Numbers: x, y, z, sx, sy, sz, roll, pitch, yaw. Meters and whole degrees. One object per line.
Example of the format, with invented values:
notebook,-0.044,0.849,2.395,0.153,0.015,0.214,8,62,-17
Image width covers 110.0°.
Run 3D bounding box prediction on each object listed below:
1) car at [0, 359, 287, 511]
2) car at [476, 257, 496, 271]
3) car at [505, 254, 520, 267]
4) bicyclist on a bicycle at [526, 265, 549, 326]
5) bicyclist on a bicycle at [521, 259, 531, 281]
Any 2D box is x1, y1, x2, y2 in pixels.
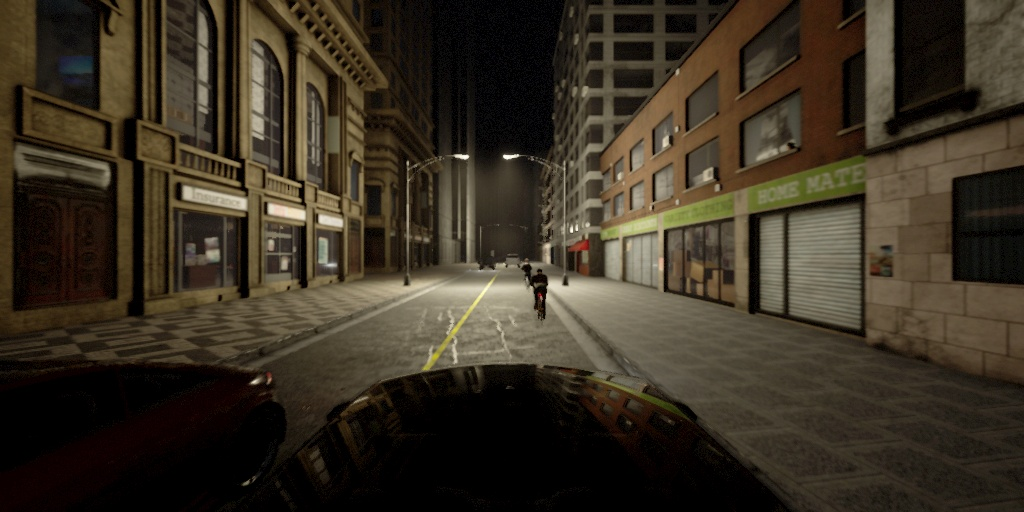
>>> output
car,-3.100,1.315,1.639,1.994,1.385,4.181,0,0,0
car,-3.071,1.064,45.172,1.812,1.442,4.674,0,0,0
car,0.113,0.710,56.540,2.150,2.045,5.566,0,0,0
bicyclist on a bicycle,0.828,1.161,10.612,0.582,1.620,1.656,0,0,0
bicyclist on a bicycle,0.831,1.031,20.220,0.659,1.776,1.843,0,1,0
